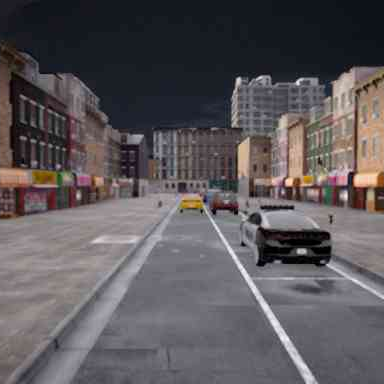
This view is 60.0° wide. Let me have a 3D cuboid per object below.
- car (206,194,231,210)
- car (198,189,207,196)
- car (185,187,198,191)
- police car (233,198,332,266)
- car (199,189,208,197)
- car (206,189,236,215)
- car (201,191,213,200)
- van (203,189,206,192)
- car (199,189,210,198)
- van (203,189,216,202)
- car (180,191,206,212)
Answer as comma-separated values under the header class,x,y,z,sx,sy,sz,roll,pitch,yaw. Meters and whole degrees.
class,x,y,z,sx,sy,sz,roll,pitch,yaw
car,2.524,0.943,32.479,2.008,1.369,4.403,0,1,0
car,2.371,0.130,76.275,2.008,1.369,4.403,0,1,0
car,-0.075,0.367,45.692,2.150,2.045,5.566,0,1,0
police car,2.715,1.219,10.822,1.930,1.638,5.238,0,1,0
car,2.389,0.204,70.970,1.752,1.417,4.829,0,1,0
car,2.542,0.809,27.000,2.192,1.841,5.009,0,1,0
car,2.447,0.508,54.546,1.752,1.417,4.829,0,1,0
van,2.504,0.632,37.949,1.690,1.788,3.998,0,1,0
car,2.409,0.223,65.324,1.967,1.590,4.097,0,1,0
van,2.466,0.429,48.898,1.690,1.788,3.998,0,1,0
car,-0.024,0.918,29.896,1.882,1.535,5.008,0,1,0
